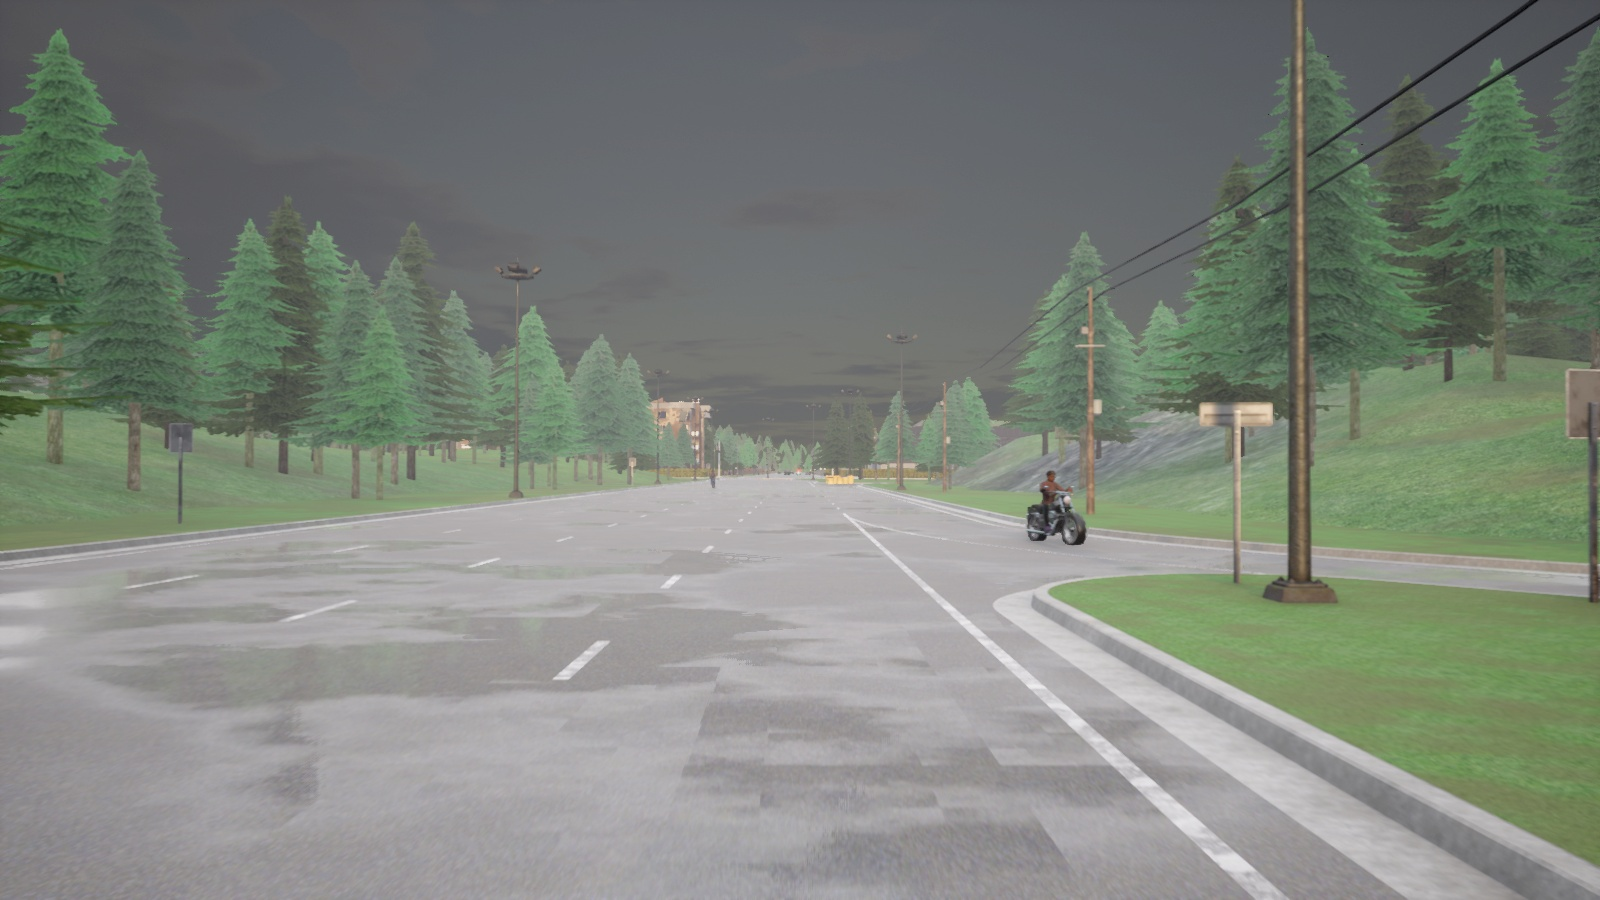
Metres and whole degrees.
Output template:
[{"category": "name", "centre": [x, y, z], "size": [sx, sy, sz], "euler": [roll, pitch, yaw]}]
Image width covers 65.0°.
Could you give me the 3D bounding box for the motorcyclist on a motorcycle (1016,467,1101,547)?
[{"category": "motorcyclist on a motorcycle", "centre": [5.575, 1.199, 27.270], "size": [0.766, 1.649, 2.350], "euler": [0, -1, -17]}]
